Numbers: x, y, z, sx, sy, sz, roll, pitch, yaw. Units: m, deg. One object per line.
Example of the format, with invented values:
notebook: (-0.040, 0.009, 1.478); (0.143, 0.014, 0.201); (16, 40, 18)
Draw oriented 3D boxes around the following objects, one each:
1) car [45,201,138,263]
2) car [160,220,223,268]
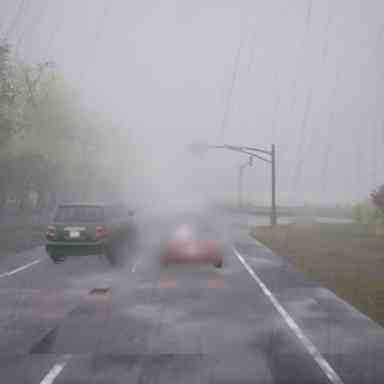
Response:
car: (-3.494, 1.358, 12.605); (2.150, 2.045, 5.566); (0, 0, 0)
car: (0.001, 1.689, 11.781); (1.994, 1.385, 4.181); (0, -1, 0)
